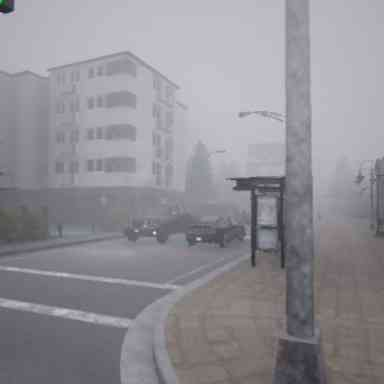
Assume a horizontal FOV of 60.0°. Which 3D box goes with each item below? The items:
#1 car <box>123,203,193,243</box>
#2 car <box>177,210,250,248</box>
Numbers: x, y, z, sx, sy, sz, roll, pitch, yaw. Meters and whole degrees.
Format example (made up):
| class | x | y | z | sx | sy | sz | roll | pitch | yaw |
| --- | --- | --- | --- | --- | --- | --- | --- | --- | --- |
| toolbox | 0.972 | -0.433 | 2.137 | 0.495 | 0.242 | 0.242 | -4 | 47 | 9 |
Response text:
| class | x | y | z | sx | sy | sz | roll | pitch | yaw |
| --- | --- | --- | --- | --- | --- | --- | --- | --- | --- |
| car | -1.651 | 1.682 | 19.276 | 2.150 | 2.045 | 5.566 | -1 | -2 | 25 |
| car | 1.306 | 1.898 | 17.076 | 1.837 | 1.490 | 4.892 | -1 | -2 | 25 |
